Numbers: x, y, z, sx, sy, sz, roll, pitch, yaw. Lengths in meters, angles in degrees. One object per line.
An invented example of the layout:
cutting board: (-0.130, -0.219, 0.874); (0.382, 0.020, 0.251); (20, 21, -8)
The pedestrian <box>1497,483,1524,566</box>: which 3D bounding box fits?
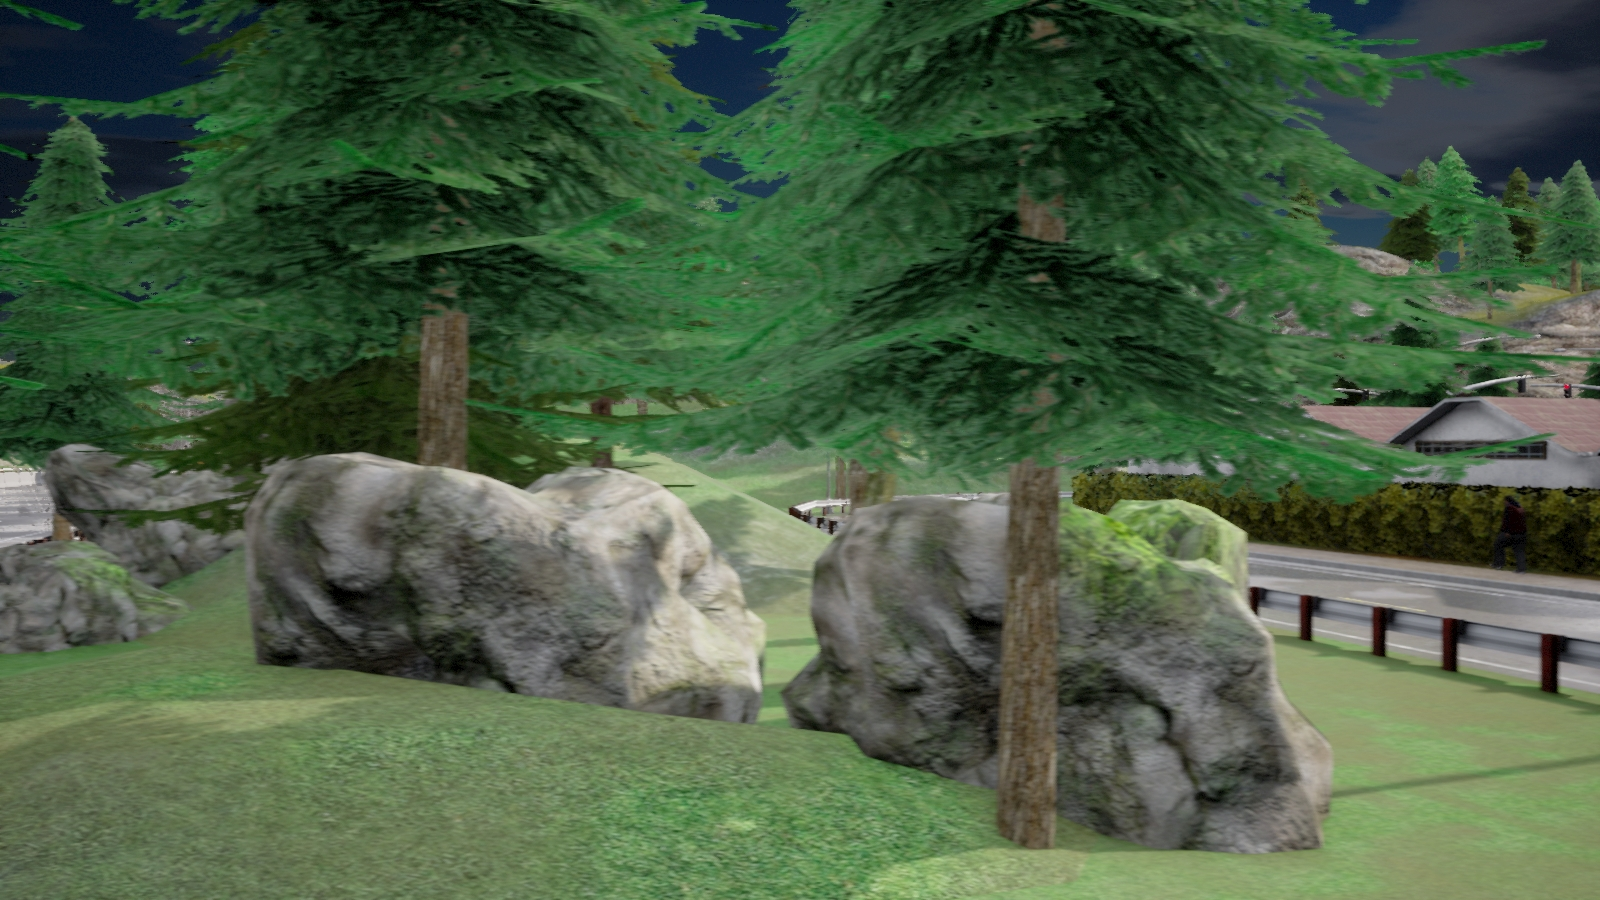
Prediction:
pedestrian: (16.248, 1.690, 26.139); (0.375, 1.860, 0.375); (0, 0, -19)
